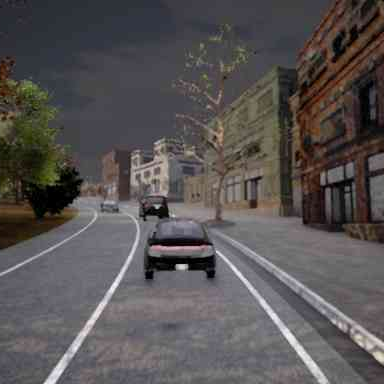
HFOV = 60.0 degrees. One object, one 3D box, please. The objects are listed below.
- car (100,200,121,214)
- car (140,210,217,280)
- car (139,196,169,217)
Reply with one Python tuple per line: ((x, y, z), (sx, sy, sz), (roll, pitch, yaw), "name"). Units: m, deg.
((-9.117, 1.586, 36.687), (1.812, 1.442, 4.674), (2, -1, -18), "car")
((-0.432, 1.524, 10.076), (2.128, 1.511, 4.902), (0, 0, -5), "car")
((-3.396, 1.342, 29.098), (2.150, 2.045, 5.566), (1, -1, -13), "car")
